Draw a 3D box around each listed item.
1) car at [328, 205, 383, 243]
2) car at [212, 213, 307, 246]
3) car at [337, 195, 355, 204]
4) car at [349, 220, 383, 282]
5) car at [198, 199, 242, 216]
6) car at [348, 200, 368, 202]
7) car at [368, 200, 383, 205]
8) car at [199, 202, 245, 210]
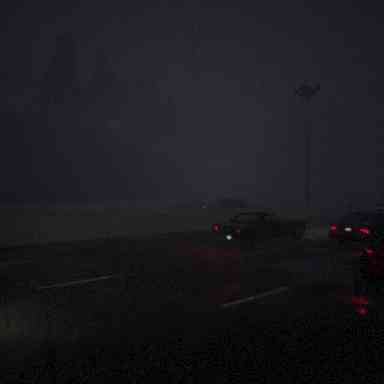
[{"bbox_3d":[8.071,1.526,14.728,5.357,1.411,2.033,0,0,-40],"label":"car"},{"bbox_3d":[3.245,1.591,15.271,4.718,1.301,1.895,0,0,-39],"label":"car"},{"bbox_3d":[29.506,1.420,63.641,1.837,1.490,4.892,0,0,40],"label":"car"},{"bbox_3d":[6.143,1.549,8.642,4.181,1.385,1.994,0,0,-39],"label":"car"},{"bbox_3d":[2.885,1.513,33.875,4.674,1.442,1.812,0,0,-43],"label":"car"},{"bbox_3d":[29.094,1.143,57.694,2.150,2.045,5.566,0,0,40],"label":"car"},{"bbox_3d":[16.651,1.448,27.466,4.902,1.511,2.128,0,0,-45],"label":"car"},{"bbox_3d":[2.941,1.340,29.181,4.553,1.767,2.097,0,0,-42],"label":"car"}]
